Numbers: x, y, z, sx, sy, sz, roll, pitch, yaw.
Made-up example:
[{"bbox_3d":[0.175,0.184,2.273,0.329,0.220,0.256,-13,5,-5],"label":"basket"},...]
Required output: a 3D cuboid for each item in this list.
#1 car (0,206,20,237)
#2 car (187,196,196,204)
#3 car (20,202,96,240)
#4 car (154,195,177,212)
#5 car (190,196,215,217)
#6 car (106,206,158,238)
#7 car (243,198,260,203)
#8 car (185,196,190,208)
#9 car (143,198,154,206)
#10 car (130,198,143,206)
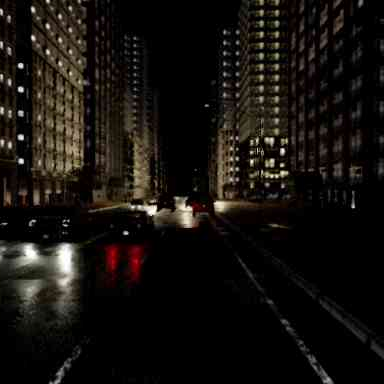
[{"bbox_3d":[-9.859,1.569,18.396,2.128,1.511,4.902,0,0,0],"label":"car"},{"bbox_3d":[-0.052,1.663,71.446,1.882,1.535,5.008,0,0,0],"label":"car"},{"bbox_3d":[-6.609,1.425,17.281,2.097,1.767,4.553,0,0,0],"label":"car"},{"bbox_3d":[-3.181,1.401,42.135,2.150,2.045,5.566,0,0,0],"label":"car"},{"bbox_3d":[1.114,1.366,33.023,2.150,2.045,5.566,0,0,0],"label":"car"},{"bbox_3d":[-3.163,1.678,18.123,1.895,1.301,4.718,0,0,0],"label":"car"},{"bbox_3d":[15.857,2.210,88.499,4.403,1.369,2.008,1,0,-1],"label":"car"},{"bbox_3d":[-0.033,1.572,51.626,2.097,1.767,4.553,0,0,0],"label":"car"},{"bbox_3d":[-6.564,1.793,57.681,2.033,1.411,5.357,0,0,1],"label":"car"},{"bbox_3d":[-9.816,1.824,59.903,1.994,1.385,4.181,0,0,0],"label":"car"}]
